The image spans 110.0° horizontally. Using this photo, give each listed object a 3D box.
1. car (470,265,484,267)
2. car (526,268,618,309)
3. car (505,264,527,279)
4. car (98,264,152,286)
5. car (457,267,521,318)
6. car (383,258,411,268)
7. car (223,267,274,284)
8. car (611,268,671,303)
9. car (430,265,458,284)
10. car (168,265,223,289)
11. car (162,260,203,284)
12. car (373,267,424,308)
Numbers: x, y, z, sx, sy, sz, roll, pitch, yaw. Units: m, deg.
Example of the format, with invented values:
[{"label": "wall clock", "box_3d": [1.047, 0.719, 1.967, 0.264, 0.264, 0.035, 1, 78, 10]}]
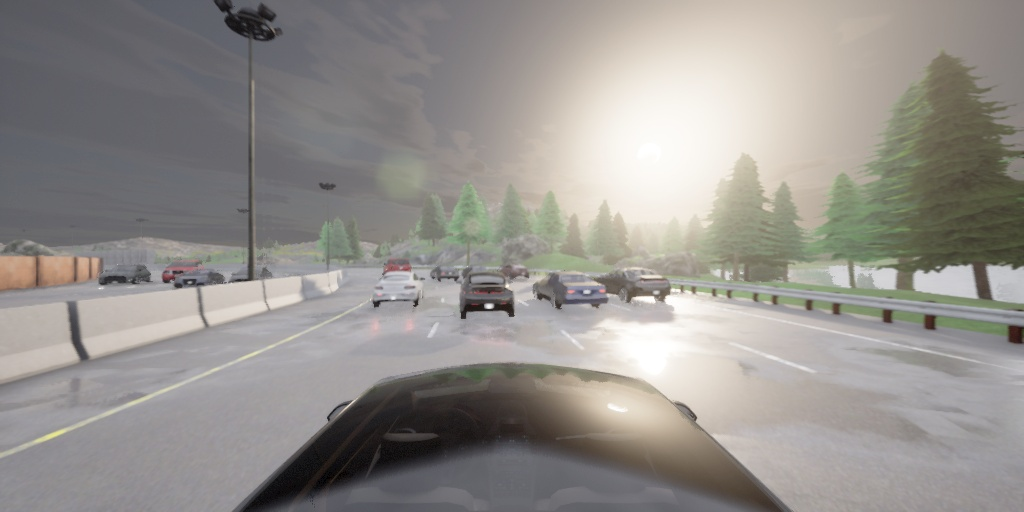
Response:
[{"label": "car", "box_3d": [-3.537, 1.542, 34.999, 1.994, 1.385, 4.181, 0, 0, -22]}, {"label": "car", "box_3d": [2.294, 1.363, 15.405, 2.033, 1.411, 5.357, 0, 0, -10]}, {"label": "car", "box_3d": [0.181, 1.477, 35.197, 1.812, 1.442, 4.674, 0, 0, -22]}, {"label": "car", "box_3d": [-32.443, 1.513, 30.205, 2.097, 1.767, 4.553, 0, 0, -30]}, {"label": "car", "box_3d": [-1.034, 1.334, 13.597, 1.837, 1.490, 4.892, 0, 0, -8]}, {"label": "car", "box_3d": [-11.414, 1.261, 35.653, 2.150, 2.045, 5.566, 0, 0, -26]}, {"label": "car", "box_3d": [-18.995, 1.544, 26.316, 1.837, 1.490, 4.892, 0, -1, -22]}, {"label": "car", "box_3d": [5.455, 1.294, 16.982, 2.128, 1.511, 4.902, 0, 0, -10]}, {"label": "car", "box_3d": [-6.154, 1.529, 32.508, 2.033, 1.411, 5.357, 0, 0, -23]}, {"label": "car", "box_3d": [-22.748, 1.630, 26.280, 1.994, 1.385, 4.181, 0, 0, -23]}, {"label": "car", "box_3d": [-29.859, 1.380, 32.833, 2.150, 2.045, 5.566, 0, 0, -31]}, {"label": "car", "box_3d": [-5.019, 1.400, 16.167, 1.812, 1.442, 4.674, 0, 0, -11]}]
